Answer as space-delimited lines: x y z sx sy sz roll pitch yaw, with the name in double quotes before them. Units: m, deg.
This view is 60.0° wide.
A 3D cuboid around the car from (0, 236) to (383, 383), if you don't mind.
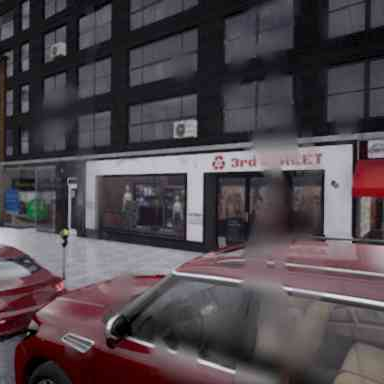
"car" 0.693 1.314 2.576 5.009 1.841 2.192 0 1 35
